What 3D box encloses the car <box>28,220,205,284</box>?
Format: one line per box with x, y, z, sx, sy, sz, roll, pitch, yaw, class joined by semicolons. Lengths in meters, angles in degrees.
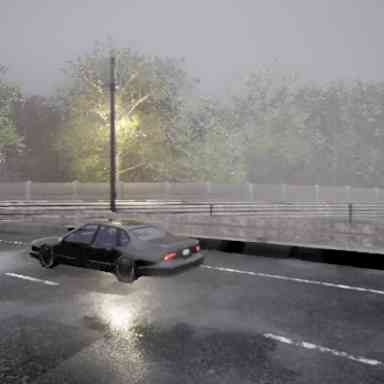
-2.292;1.515;9.436;5.357;1.411;2.033;0;0;31;car

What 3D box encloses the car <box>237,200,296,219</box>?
6.234;1.415;28.021;5.008;1.535;1.882;-1;1;-14;car
